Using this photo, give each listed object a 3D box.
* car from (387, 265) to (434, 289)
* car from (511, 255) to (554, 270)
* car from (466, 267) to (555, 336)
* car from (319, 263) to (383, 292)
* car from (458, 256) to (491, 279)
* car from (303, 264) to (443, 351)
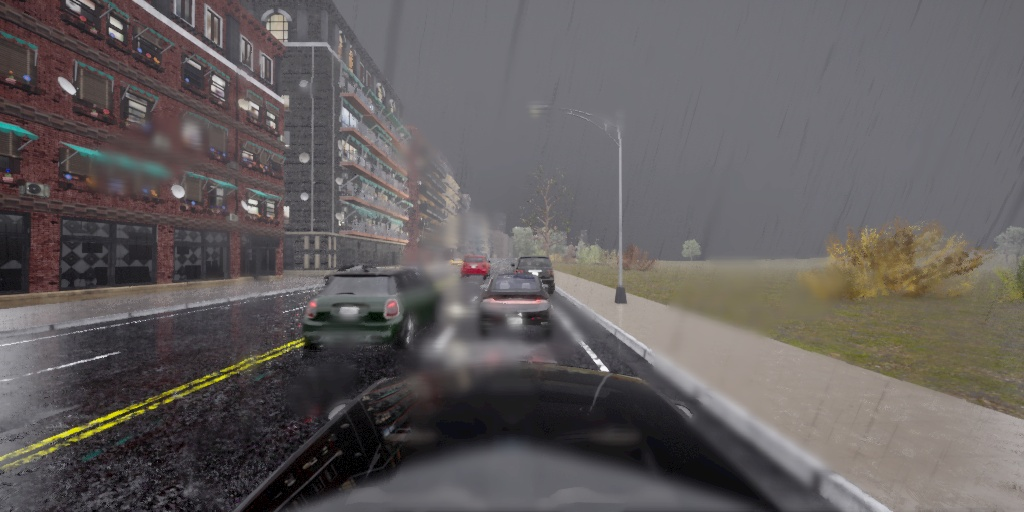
[{"bbox_3d":[-6.607,1.316,23.856,1.994,1.385,4.181,0,0,0],"label":"car"},{"bbox_3d":[1.132,0.977,20.236,2.150,2.045,5.566,0,0,0],"label":"car"},{"bbox_3d":[0.098,1.243,10.366,2.128,1.511,4.902,0,0,0],"label":"car"},{"bbox_3d":[-9.857,1.257,22.447,1.837,1.490,4.892,0,0,0],"label":"car"},{"bbox_3d":[-3.160,0.977,32.311,2.150,2.045,5.566,0,0,0],"label":"car"},{"bbox_3d":[-3.153,1.103,9.119,2.097,1.767,4.553,0,0,0],"label":"car"}]
